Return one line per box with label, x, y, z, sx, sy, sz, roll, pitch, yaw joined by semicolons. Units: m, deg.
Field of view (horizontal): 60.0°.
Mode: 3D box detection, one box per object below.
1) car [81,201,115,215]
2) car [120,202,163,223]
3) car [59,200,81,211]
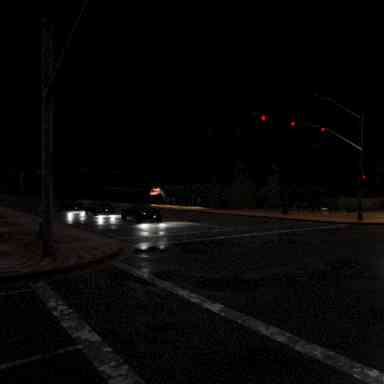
car;-9.308;1.564;33.456;1.994;1.385;4.181;0;0;-35
car;-4.080;1.526;26.138;1.812;1.442;4.674;0;0;-36
car;-15.144;1.601;41.667;1.895;1.301;4.718;0;0;-35
